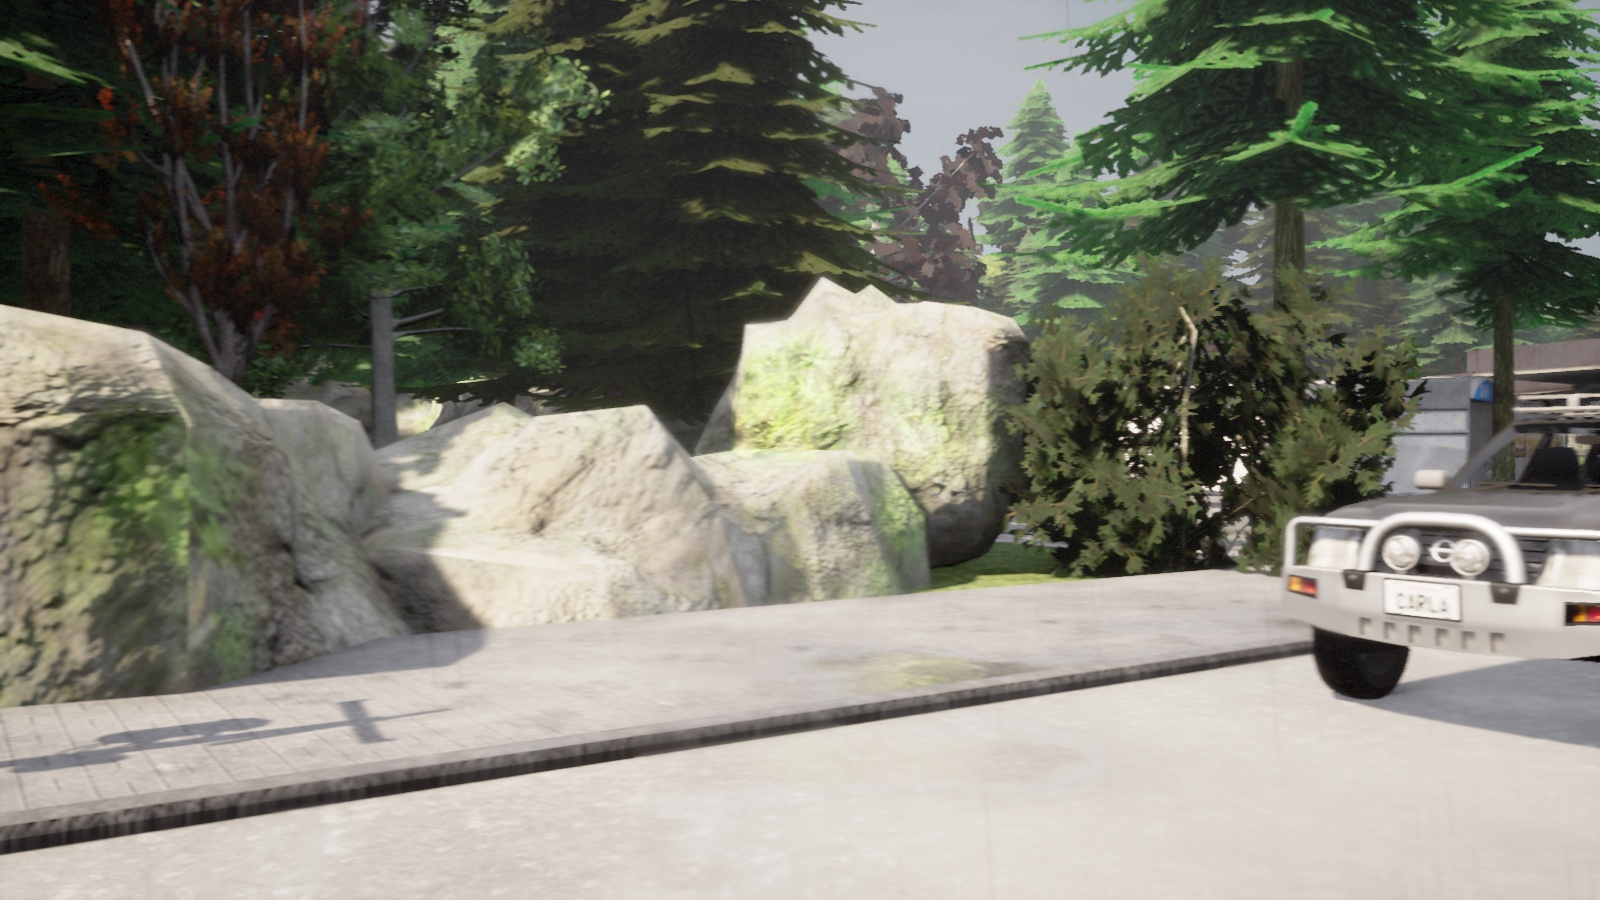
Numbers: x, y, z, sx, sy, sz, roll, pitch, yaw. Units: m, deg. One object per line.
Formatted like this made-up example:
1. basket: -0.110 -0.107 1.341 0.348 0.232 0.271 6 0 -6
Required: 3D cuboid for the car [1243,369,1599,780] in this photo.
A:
1. car: 4.987 0.570 7.737 4.605 1.855 1.932 0 0 -35
